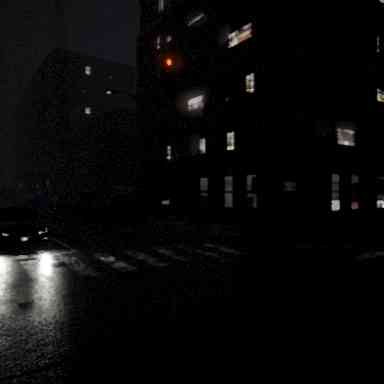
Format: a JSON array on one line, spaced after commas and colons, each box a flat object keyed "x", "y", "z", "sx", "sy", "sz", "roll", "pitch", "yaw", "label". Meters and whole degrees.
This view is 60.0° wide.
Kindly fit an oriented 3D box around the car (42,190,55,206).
[{"x": -11.265, "y": 0.924, "z": 28.899, "sx": 1.967, "sy": 1.590, "sz": 4.097, "roll": 1, "pitch": 0, "yaw": -36, "label": "car"}]

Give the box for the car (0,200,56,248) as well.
[{"x": -7.079, "y": 1.291, "z": 13.260, "sx": 1.837, "sy": 1.490, "sz": 4.892, "roll": 0, "pitch": 1, "yaw": -36, "label": "car"}]

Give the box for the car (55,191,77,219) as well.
[{"x": -8.045, "y": 0.897, "z": 24.408, "sx": 2.192, "sy": 1.841, "sz": 5.009, "roll": 1, "pitch": 0, "yaw": -36, "label": "car"}]

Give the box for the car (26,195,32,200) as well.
[{"x": -17.700, "y": 0.876, "z": 37.876, "sx": 1.802, "sy": 1.307, "sz": 4.206, "roll": 1, "pitch": 0, "yaw": -36, "label": "car"}]

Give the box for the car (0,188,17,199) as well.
[{"x": -30.565, "y": 0.496, "z": 55.833, "sx": 1.947, "sy": 1.339, "sz": 4.313, "roll": 1, "pitch": 0, "yaw": -36, "label": "car"}]

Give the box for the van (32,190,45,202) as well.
[{"x": -14.478, "y": 0.729, "z": 33.385, "sx": 1.690, "sy": 1.788, "sz": 3.998, "roll": 1, "pitch": 0, "yaw": -36, "label": "van"}]

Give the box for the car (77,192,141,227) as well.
[{"x": -4.828, "y": 0.997, "z": 19.918, "sx": 2.192, "sy": 1.841, "sz": 5.009, "roll": 1, "pitch": 0, "yaw": -36, "label": "car"}]
